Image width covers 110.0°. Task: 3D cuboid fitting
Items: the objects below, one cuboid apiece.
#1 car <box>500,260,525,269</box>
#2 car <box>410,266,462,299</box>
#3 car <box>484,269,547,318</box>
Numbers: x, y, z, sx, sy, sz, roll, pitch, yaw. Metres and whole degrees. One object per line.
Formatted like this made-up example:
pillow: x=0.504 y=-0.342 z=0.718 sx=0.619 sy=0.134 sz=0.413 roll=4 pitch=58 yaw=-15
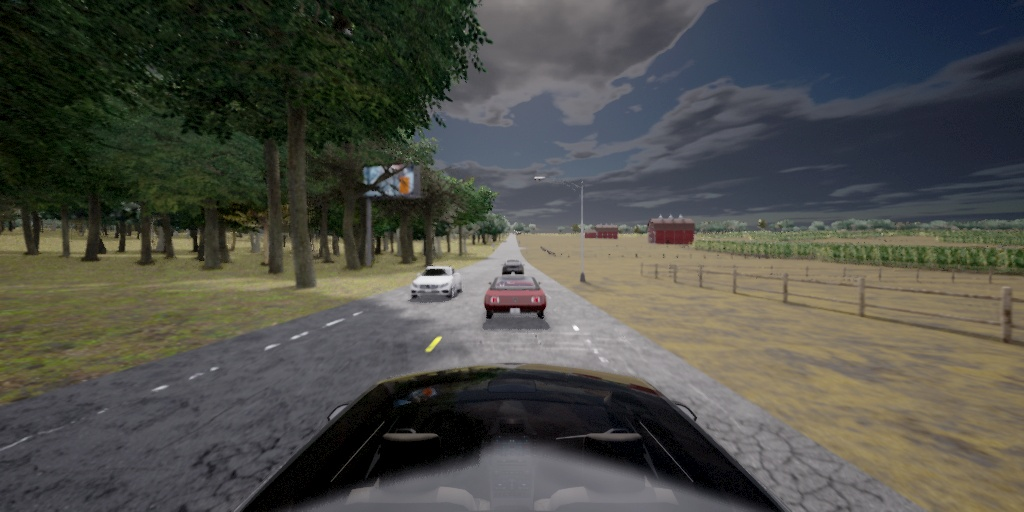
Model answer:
car: x=0.085 y=1.103 z=30.934 sx=1.837 sy=1.490 sz=4.892 roll=0 pitch=0 yaw=0
car: x=-3.583 y=1.210 z=17.692 sx=1.812 sy=1.442 sz=4.674 roll=0 pitch=0 yaw=0
car: x=0.097 y=1.310 z=12.752 sx=1.895 sy=1.301 sz=4.718 roll=0 pitch=0 yaw=0
